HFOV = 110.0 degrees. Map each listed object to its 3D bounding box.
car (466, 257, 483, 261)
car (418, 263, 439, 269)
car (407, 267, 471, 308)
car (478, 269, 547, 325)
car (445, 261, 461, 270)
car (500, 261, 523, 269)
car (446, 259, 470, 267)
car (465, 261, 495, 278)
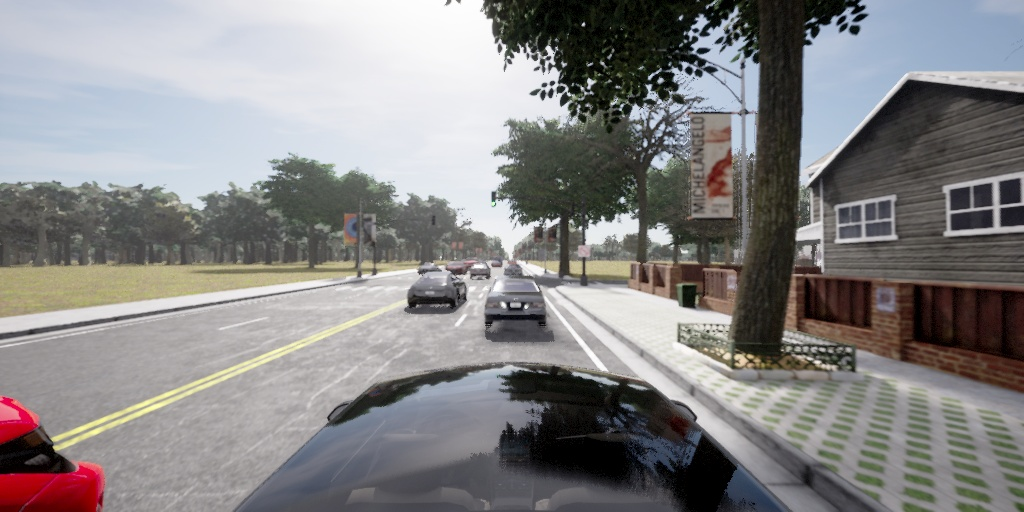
[{"bbox_3d":[-6.567,1.251,58.613,2.150,2.045,5.566,0,-1,0],"label":"car"},{"bbox_3d":[-9.834,1.515,42.724,1.994,1.385,4.181,0,0,1],"label":"car"},{"bbox_3d":[-3.147,1.381,15.734,1.994,1.385,4.181,0,0,0],"label":"car"},{"bbox_3d":[0.101,1.346,11.942,2.033,1.411,5.357,0,0,0],"label":"car"},{"bbox_3d":[-9.806,1.598,60.080,1.994,1.385,4.181,0,0,0],"label":"car"},{"bbox_3d":[0.120,1.468,36.152,2.033,1.411,5.357,0,0,0],"label":"car"},{"bbox_3d":[-6.588,1.429,42.607,1.882,1.535,5.008,0,0,0],"label":"car"},{"bbox_3d":[-3.146,1.467,36.243,2.033,1.411,5.357,0,0,0],"label":"car"}]
